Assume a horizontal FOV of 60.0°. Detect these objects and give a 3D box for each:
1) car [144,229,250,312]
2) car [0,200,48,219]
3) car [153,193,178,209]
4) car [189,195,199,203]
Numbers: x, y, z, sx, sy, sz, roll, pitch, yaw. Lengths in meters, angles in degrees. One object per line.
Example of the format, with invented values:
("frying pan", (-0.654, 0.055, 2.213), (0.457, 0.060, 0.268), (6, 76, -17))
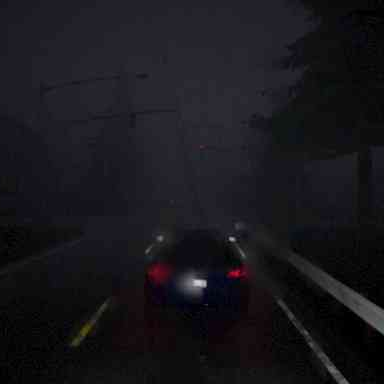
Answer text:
("car", (0.111, 1.546, 7.745), (1.994, 1.385, 4.181), (0, 0, 1))
("car", (-14.337, 1.413, 27.091), (4.902, 1.511, 2.128), (0, 0, 0))
("car", (-3.309, 1.254, 42.243), (2.097, 1.767, 4.553), (0, 0, 1))
("car", (0.444, 1.371, 66.309), (1.812, 1.442, 4.674), (0, 0, 0))
